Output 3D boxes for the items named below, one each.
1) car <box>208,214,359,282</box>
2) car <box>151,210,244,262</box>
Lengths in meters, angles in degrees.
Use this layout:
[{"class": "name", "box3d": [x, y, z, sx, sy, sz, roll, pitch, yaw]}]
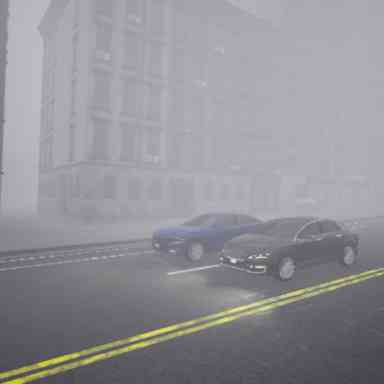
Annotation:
[{"class": "car", "box3d": [3.024, 1.490, 9.832, 4.892, 1.490, 1.837, 0, 0, -35]}, {"class": "car", "box3d": [0.899, 1.463, 12.308, 5.008, 1.535, 1.882, 0, 0, -35]}]
